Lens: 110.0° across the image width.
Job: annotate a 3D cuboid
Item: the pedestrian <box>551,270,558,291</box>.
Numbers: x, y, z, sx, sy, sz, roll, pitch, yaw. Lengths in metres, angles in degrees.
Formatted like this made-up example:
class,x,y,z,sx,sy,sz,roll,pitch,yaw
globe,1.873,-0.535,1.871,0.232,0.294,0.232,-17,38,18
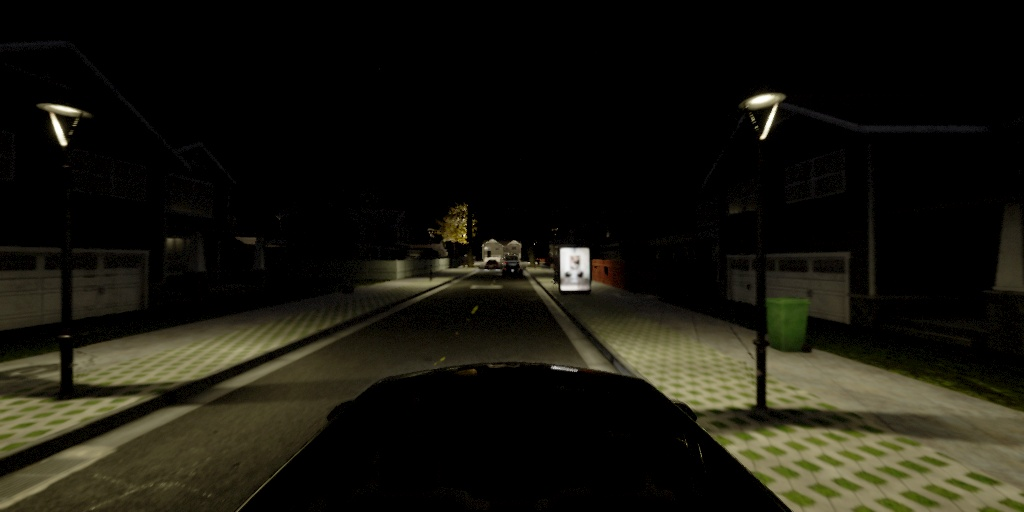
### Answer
class,x,y,z,sx,sy,sz,roll,pitch,yaw
pedestrian,2.347,0.875,18.254,0.375,1.860,0.375,1,-1,-12

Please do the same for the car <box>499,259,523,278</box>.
class,x,y,z,sx,sy,sz,roll,pitch,yaw
car,0.055,1.280,34.044,1.994,1.385,4.181,0,0,0

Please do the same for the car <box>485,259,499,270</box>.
class,x,y,z,sx,sy,sz,roll,pitch,yaw
car,-2.838,1.219,51.466,1.812,1.442,4.674,0,0,0

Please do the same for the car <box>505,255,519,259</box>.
class,x,y,z,sx,sy,sz,roll,pitch,yaw
car,0.021,0.924,46.845,2.150,2.045,5.566,0,0,1

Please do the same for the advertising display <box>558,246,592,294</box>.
class,x,y,z,sx,sy,sz,roll,pitch,yaw
advertising display,3.005,0.761,17.132,1.540,2.440,0.280,0,0,0
